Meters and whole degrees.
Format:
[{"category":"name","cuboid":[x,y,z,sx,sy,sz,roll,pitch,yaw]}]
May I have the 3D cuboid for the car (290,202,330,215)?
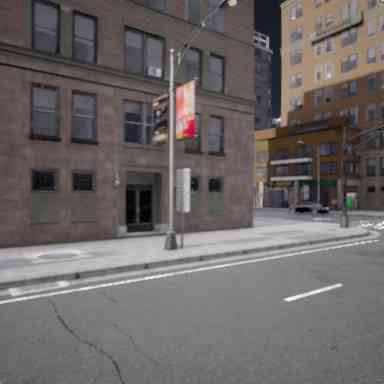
[{"category":"car","cuboid":[12.588,1.681,35.673,1.947,1.339,4.313,1,0,-35]}]
